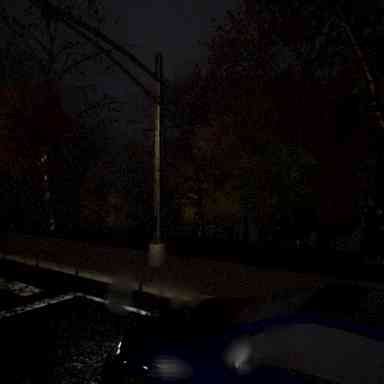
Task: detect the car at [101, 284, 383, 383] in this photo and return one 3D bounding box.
[{"bbox_3d":[1.146,1.564,2.865,4.181,1.385,1.994,0,0,35],"label":"car"}]
